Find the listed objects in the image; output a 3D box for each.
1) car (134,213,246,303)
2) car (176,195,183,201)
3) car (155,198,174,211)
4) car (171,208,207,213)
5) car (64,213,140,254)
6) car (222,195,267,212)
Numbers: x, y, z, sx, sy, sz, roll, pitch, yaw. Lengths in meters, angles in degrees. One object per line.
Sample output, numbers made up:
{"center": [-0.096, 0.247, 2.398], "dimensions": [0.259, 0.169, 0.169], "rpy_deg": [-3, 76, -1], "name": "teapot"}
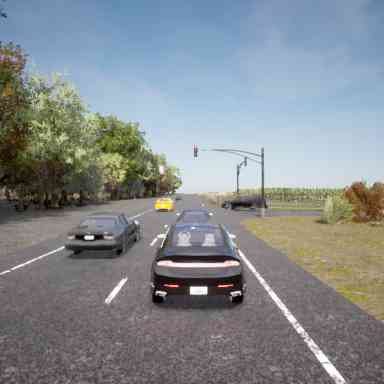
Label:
{"center": [0.118, 1.494, 8.184], "dimensions": [2.128, 1.511, 4.902], "rpy_deg": [0, 0, 0], "name": "car"}
{"center": [-3.306, 1.539, 87.834], "dimensions": [2.033, 1.411, 5.357], "rpy_deg": [0, 0, 0], "name": "car"}
{"center": [-3.311, 1.484, 40.530], "dimensions": [1.882, 1.535, 5.008], "rpy_deg": [0, 0, 0], "name": "car"}
{"center": [0.137, 1.568, 17.101], "dimensions": [1.994, 1.385, 4.181], "rpy_deg": [0, 0, 0], "name": "car"}
{"center": [-3.371, 1.551, 13.455], "dimensions": [2.033, 1.411, 5.357], "rpy_deg": [0, 0, 0], "name": "car"}
{"center": [6.519, 1.382, 41.318], "dimensions": [5.566, 2.045, 2.150], "rpy_deg": [1, 0, 24], "name": "car"}
